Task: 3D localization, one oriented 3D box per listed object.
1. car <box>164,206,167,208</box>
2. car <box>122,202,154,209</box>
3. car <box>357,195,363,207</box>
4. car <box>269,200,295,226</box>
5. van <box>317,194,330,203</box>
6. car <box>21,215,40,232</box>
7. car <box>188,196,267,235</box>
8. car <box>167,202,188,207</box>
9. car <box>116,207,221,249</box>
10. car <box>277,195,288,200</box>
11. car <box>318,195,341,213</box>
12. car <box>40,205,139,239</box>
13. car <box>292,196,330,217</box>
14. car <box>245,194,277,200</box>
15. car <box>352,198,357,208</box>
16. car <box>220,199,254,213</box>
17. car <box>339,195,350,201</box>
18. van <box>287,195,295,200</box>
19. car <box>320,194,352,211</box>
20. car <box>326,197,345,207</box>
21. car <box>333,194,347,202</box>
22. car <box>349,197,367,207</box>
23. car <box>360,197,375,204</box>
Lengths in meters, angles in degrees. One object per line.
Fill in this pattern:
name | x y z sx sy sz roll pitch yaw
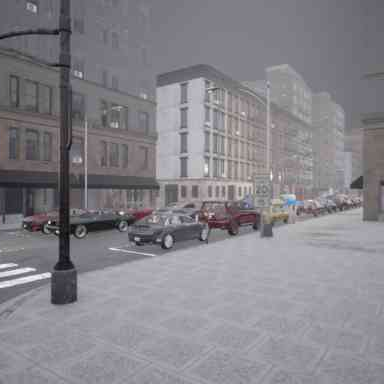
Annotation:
car | -1.193 1.537 28.024 2.008 1.369 4.403 0 0 35
car | -4.305 1.425 23.599 1.967 1.590 4.097 0 0 35
car | 24.046 1.605 49.950 1.947 1.339 4.313 0 0 35
car | 5.468 1.552 23.545 1.752 1.417 4.829 0 0 35
van | 26.822 1.347 67.840 1.690 1.788 3.998 0 0 35
car | -7.418 1.528 19.175 1.887 1.381 4.507 0 0 35
car | 2.259 1.340 18.981 2.192 1.841 5.009 0 0 35
car | 0.490 1.504 26.008 1.837 1.490 4.892 0 0 35
car | -0.855 1.574 14.557 2.008 1.369 4.403 0 0 35
car | 11.160 1.520 45.580 1.752 1.417 4.829 0 0 35
car | 14.708 1.472 36.677 1.967 1.590 4.097 0 0 35
car | -5.274 1.597 17.812 1.895 1.301 4.718 0 0 33
car | 11.596 1.471 32.253 1.967 1.590 4.097 0 0 35
car | 6.467 1.224 34.476 2.150 2.045 5.566 0 0 35
car | 20.933 1.619 45.526 1.802 1.307 4.206 0 0 35
car | 5.033 1.535 36.872 1.887 1.381 4.507 0 0 35
car | 39.272 1.554 85.537 1.887 1.381 4.507 0 0 35
van | 14.371 1.338 50.143 1.690 1.788 3.998 0 0 35
car | 17.822 1.350 41.101 2.192 1.841 5.009 0 0 35
car | 22.599 1.532 52.299 1.837 1.490 4.892 0 0 35
car | 36.161 1.324 81.113 2.192 1.841 5.009 0 0 35
car | 27.159 1.592 54.374 2.008 1.369 4.403 0 0 35
car | 33.385 1.612 63.223 1.947 1.339 4.313 0 0 35
